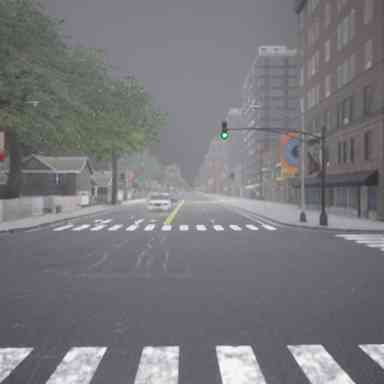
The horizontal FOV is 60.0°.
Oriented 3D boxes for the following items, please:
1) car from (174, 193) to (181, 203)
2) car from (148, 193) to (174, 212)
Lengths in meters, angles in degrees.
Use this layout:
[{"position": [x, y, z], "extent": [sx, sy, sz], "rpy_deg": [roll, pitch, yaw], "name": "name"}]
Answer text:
[{"position": [-3.495, 1.031, 57.470], "extent": [2.097, 1.767, 4.553], "rpy_deg": [0, 0, 0], "name": "car"}, {"position": [-3.399, 1.144, 35.737], "extent": [2.150, 2.045, 5.566], "rpy_deg": [0, 2, 0], "name": "car"}]
